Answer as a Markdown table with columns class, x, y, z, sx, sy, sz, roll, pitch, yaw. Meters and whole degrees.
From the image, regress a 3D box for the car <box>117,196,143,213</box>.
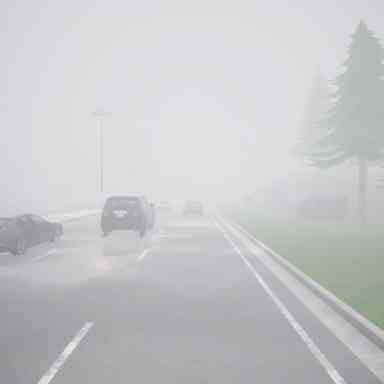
| class | x | y | z | sx | sy | sz | roll | pitch | yaw |
| --- | --- | --- | --- | --- | --- | --- | --- | --- | --- |
| car | -6.901 | 1.354 | 37.553 | 2.097 | 1.767 | 4.553 | 0 | 0 | 0 |

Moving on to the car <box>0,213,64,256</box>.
| class | x | y | z | sx | sy | sz | roll | pitch | yaw |
| --- | --- | --- | --- | --- | --- | --- | --- | --- | --- |
| car | -6.899 | 1.548 | 13.061 | 2.033 | 1.411 | 5.357 | 0 | 0 | 0 |

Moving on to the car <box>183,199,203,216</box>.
| class | x | y | z | sx | sy | sz | roll | pitch | yaw |
| --- | --- | --- | --- | --- | --- | --- | --- | --- | --- |
| car | 0.091 | 1.547 | 32.043 | 2.033 | 1.411 | 5.357 | 0 | 0 | 0 |

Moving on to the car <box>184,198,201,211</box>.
| class | x | y | z | sx | sy | sz | roll | pitch | yaw |
| --- | --- | --- | --- | --- | --- | --- | --- | --- | --- |
| car | 0.113 | 1.547 | 42.708 | 2.033 | 1.411 | 5.357 | 0 | 0 | 1 |

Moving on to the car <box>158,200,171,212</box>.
| class | x | y | z | sx | sy | sz | roll | pitch | yaw |
| --- | --- | --- | --- | --- | --- | --- | --- | --- | --- |
| car | -3.400 | 1.601 | 37.835 | 1.895 | 1.301 | 4.718 | 0 | 0 | 0 |

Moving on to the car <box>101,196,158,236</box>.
| class | x | y | z | sx | sy | sz | roll | pitch | yaw |
| --- | --- | --- | --- | --- | --- | --- | --- | --- | --- |
| car | -3.400 | 1.221 | 18.413 | 2.150 | 2.045 | 5.566 | 0 | 0 | 0 |
